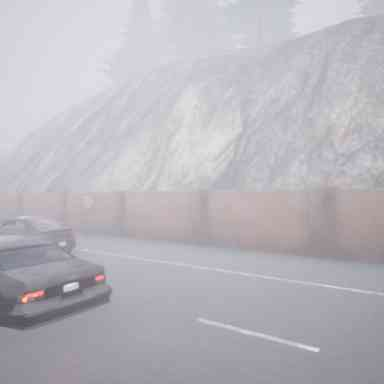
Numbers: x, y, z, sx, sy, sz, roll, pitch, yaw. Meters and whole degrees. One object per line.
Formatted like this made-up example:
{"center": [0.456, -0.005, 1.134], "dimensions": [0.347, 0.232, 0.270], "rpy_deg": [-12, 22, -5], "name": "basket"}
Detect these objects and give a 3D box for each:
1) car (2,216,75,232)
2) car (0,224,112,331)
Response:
{"center": [-6.358, 1.638, 12.834], "dimensions": [4.674, 1.442, 1.812], "rpy_deg": [-1, 0, 36], "name": "car"}
{"center": [-4.007, 1.611, 6.855], "dimensions": [5.357, 1.411, 2.033], "rpy_deg": [-1, 0, 36], "name": "car"}
